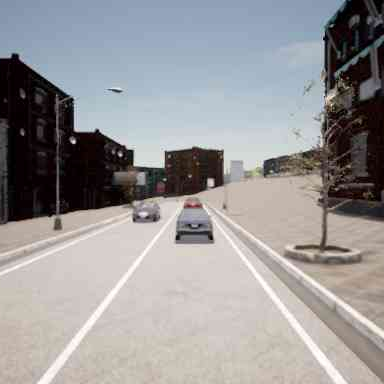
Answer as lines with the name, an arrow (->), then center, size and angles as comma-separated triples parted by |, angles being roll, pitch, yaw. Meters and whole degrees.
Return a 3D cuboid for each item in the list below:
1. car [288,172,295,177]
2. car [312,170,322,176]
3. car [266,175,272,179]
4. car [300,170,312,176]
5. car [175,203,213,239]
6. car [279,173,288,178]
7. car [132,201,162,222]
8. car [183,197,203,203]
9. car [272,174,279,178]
car -> 22.955, -3.790, 71.309 | 2.185, 1.767, 4.553 | 0, 1, -5
car -> 24.271, -3.420, 60.144 | 2.002, 1.452, 4.674 | 0, 1, -7
car -> 21.910, -3.962, 87.895 | 2.231, 1.521, 4.892 | 0, 1, -1
car -> 23.571, -3.531, 65.618 | 2.163, 1.488, 4.792 | 0, 1, -6
car -> 0.104, 1.544, 17.323 | 2.033, 1.411, 5.357 | 0, 0, 0
car -> 22.489, -3.765, 76.815 | 2.097, 1.535, 5.008 | 0, 1, -4
car -> -3.490, 1.489, 26.271 | 2.128, 1.511, 4.902 | 0, 0, 0
car -> 0.120, 1.346, 36.182 | 2.097, 1.767, 4.553 | 0, 0, 0
car -> 22.140, -3.826, 82.353 | 2.002, 1.452, 4.674 | 0, 1, -2
